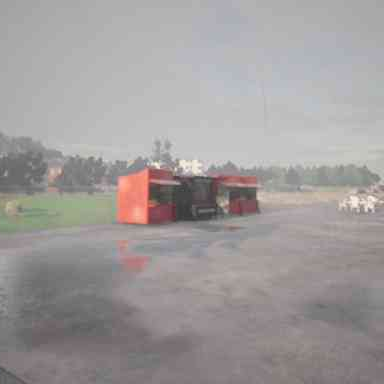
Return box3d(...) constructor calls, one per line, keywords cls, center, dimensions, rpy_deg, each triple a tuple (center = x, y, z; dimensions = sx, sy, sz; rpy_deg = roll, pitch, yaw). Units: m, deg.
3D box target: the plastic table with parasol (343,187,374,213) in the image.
box3d(cls="plastic table with parasol", center=(17.258, 0.790, 34.431), dimensions=(2.482, 2.480, 2.482), rpy_deg=(2, 1, 36))
